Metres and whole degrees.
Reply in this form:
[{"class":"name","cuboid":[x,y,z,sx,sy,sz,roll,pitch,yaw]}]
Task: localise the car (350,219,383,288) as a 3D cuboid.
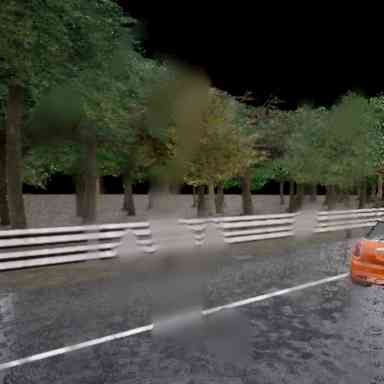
[{"class":"car","cuboid":[5.856,1.348,7.982,4.553,1.767,2.097,0,0,-35]}]
